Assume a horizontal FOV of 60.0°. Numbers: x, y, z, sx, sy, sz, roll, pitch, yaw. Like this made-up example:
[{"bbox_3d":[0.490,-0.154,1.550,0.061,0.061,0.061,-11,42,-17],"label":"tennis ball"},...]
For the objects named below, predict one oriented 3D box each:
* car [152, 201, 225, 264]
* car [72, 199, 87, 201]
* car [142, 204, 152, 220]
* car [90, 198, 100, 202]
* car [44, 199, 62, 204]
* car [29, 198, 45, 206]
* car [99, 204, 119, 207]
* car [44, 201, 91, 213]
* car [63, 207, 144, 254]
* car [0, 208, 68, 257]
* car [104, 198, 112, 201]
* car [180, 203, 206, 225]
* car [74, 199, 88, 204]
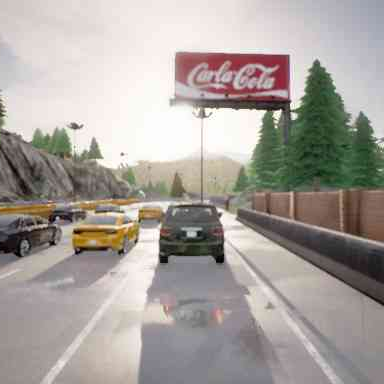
[{"bbox_3d":[-0.002,1.357,12.551,2.150,2.045,5.566,0,0,0],"label":"car"},{"bbox_3d":[-21.131,2.156,60.652,1.812,1.442,4.674,0,0,-1],"label":"car"},{"bbox_3d":[-3.520,1.782,29.251,1.882,1.535,5.008,0,0,0],"label":"car"},{"bbox_3d":[-24.973,2.410,85.497,2.128,1.511,4.902,0,-1,-1],"label":"car"},{"bbox_3d":[-24.632,2.156,60.735,1.812,1.442,4.674,0,0,-1],"label":"car"},{"bbox_3d":[-28.141,1.994,61.488,2.097,1.767,4.553,0,-1,-1],"label":"car"},{"bbox_3d":[-7.025,1.804,28.501,1.837,1.490,4.892,0,0,0],"label":"car"},{"bbox_3d":[-10.525,1.804,28.489,1.837,1.490,4.892,0,0,0],"label":"car"},{"bbox_3d":[-3.484,1.626,14.228,1.882,1.535,5.008,0,0,0],"label":"car"},{"bbox_3d":[-6.991,1.648,13.487,1.837,1.490,4.892,0,0,0],"label":"car"},{"bbox_3d":[-21.466,2.366,85.414,1.812,1.442,4.674,0,-1,-1],"label":"car"},{"bbox_3d":[0.152,1.805,28.500,1.837,1.490,4.892,0,0,5],"label":"car"},{"bbox_3d":[-28.473,2.418,85.575,2.033,1.411,5.357,0,-1,-1],"label":"car"}]
